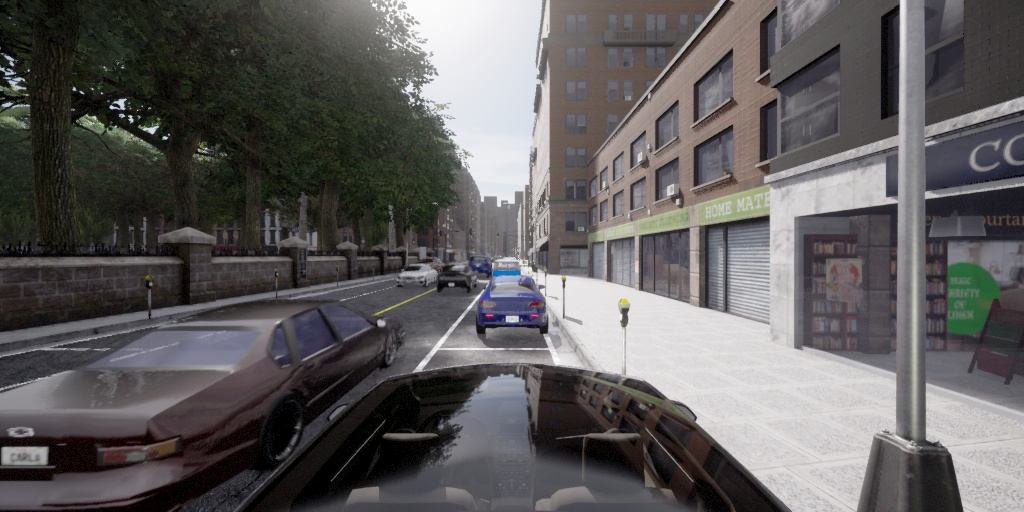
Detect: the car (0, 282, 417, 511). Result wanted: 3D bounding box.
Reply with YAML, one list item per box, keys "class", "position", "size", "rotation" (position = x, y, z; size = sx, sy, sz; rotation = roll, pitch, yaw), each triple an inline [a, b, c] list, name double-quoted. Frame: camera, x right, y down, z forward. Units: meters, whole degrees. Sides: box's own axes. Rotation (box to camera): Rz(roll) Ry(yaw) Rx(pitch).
- class: "car"
  position: [-3.045, 1.297, 4.754]
  size: [2.033, 1.411, 5.357]
  rotation: [0, 0, 0]

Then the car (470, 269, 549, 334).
- class: "car"
  position: [0.008, 1.274, 10.498]
  size: [1.812, 1.442, 4.674]
  rotation: [0, 0, 0]

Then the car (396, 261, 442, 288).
- class: "car"
  position: [-6.235, 1.266, 23.909]
  size: [1.812, 1.442, 4.674]
  rotation: [0, 0, 0]

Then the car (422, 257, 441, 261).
- class: "car"
  position: [-8.796, 1.041, 38.793]
  size: [2.192, 1.841, 5.009]
  rotation: [0, 0, 0]

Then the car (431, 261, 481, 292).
- class: "car"
  position: [-3.138, 1.246, 21.048]
  size: [1.837, 1.490, 4.892]
  rotation: [0, 0, 0]

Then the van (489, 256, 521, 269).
- class: "van"
  position: [-0.279, 1.083, 21.847]
  size: [1.690, 1.789, 3.998]
  rotation: [0, 0, 0]

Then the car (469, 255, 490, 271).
- class: "car"
  position: [-3.034, 0.954, 34.675]
  size: [2.150, 2.045, 5.566]
  rotation: [0, 0, 0]
